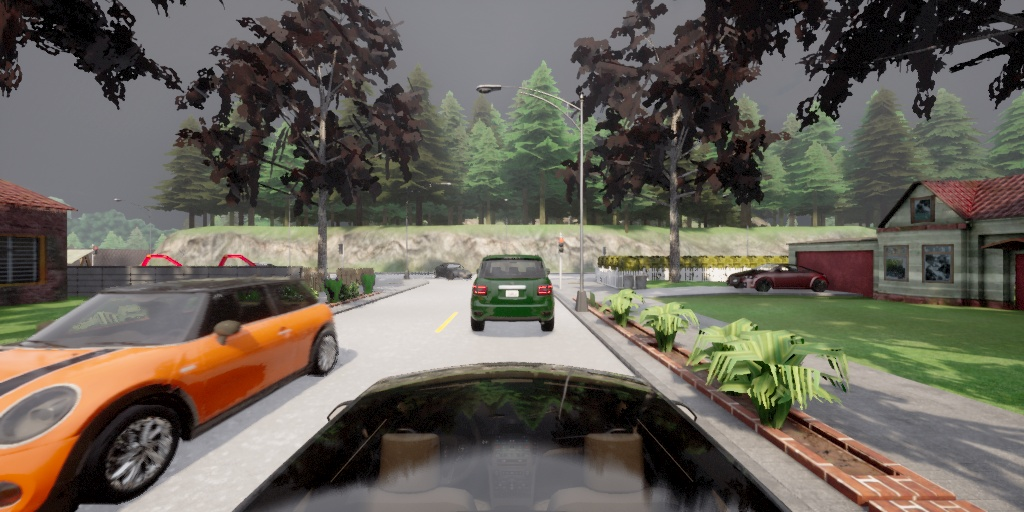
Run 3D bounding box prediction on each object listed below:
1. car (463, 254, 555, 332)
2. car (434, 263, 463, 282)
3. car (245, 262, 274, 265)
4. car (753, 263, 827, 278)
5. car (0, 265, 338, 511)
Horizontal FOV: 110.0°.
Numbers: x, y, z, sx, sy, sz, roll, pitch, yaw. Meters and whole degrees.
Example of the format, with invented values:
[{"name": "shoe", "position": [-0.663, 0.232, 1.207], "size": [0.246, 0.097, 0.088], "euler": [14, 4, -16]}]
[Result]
[{"name": "car", "position": [0.031, 0.971, 11.067], "size": [2.150, 2.045, 5.566], "euler": [0, 0, 1]}, {"name": "car", "position": [-4.951, 1.276, 29.808], "size": [1.812, 1.442, 4.674], "euler": [2, -1, -35]}, {"name": "car", "position": [-23.243, 1.276, 33.582], "size": [4.674, 1.442, 1.812], "euler": [0, 0, 0]}, {"name": "car", "position": [29.117, 0.971, 37.700], "size": [5.566, 2.045, 2.150], "euler": [0, 0, 0]}, {"name": "car", "position": [-4.098, 1.102, 4.374], "size": [2.097, 1.767, 4.553], "euler": [0, 0, 0]}]
